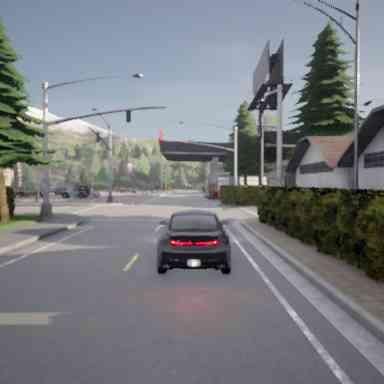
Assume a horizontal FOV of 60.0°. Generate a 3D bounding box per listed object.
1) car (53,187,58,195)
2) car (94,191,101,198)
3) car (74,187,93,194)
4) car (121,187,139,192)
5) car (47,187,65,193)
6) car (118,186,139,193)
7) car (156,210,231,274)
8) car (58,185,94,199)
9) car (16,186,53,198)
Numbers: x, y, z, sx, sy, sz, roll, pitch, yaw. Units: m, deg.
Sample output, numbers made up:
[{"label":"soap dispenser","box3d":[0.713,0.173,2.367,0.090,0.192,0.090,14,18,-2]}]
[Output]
[{"label":"car","box3d":[-24.017,-0.144,63.895,4.514,1.523,2.007,0,1,-1]},{"label":"car","box3d":[-16.177,0.197,51.526,3.806,1.475,1.970,0,1,-1]},{"label":"car","box3d":[-24.033,-0.348,73.886,3.633,1.501,1.845,0,1,-1]},{"label":"car","box3d":[-16.498,-0.666,88.909,4.514,1.523,2.007,0,1,-1]},{"label":"car","box3d":[-35.094,-0.552,85.813,3.806,1.475,1.970,0,1,-1]},{"label":"car","box3d":[-16.428,-0.605,85.773,5.027,1.636,2.152,0,1,-1]},{"label":"car","box3d":[0.060,1.280,9.793,1.837,1.490,4.892,0,1,0]},{"label":"car","box3d":[-16.769,-0.012,48.193,3.866,1.878,1.905,0,1,-1]},{"label":"car","box3d":[-24.656,-0.064,51.433,4.605,1.855,1.932,0,1,-1]}]
